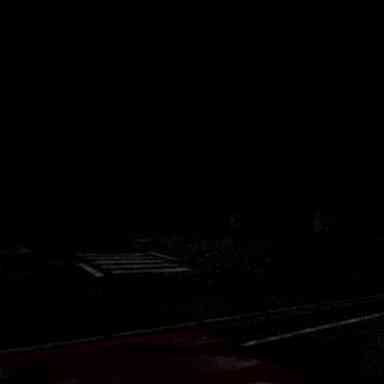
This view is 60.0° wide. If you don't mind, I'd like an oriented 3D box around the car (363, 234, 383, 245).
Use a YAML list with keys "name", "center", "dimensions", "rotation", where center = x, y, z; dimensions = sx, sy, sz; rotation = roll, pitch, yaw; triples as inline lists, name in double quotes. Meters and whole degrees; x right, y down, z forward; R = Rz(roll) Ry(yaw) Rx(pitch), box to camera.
- name: "car"
  center: [24.889, 6.243, 43.021]
  dimensions: [5.008, 1.535, 1.882]
  rotation: [6, 0, 12]

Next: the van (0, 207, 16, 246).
- name: "van"
  center: [-11.211, 1.828, 18.604]
  dimensions: [1.878, 1.987, 4.442]
  rotation: [9, -5, -35]
